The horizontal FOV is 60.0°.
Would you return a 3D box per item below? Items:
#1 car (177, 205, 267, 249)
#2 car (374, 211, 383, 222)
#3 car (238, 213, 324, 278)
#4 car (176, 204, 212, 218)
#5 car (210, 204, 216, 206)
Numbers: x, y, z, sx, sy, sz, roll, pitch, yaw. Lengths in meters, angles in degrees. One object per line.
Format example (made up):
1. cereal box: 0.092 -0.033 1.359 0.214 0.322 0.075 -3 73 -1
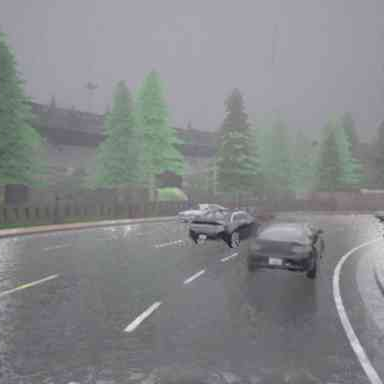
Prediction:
1. car: 1.716 1.553 15.058 2.128 1.511 4.902 0 0 32
2. car: 17.214 1.796 26.814 4.718 1.301 1.895 0 0 -19
3. car: 3.038 1.580 10.427 1.812 1.442 4.674 0 0 24
4. car: 0.958 1.617 25.119 4.674 1.442 1.812 1 0 -42
5. car: 3.709 1.702 23.110 4.718 1.301 1.895 1 0 -42
